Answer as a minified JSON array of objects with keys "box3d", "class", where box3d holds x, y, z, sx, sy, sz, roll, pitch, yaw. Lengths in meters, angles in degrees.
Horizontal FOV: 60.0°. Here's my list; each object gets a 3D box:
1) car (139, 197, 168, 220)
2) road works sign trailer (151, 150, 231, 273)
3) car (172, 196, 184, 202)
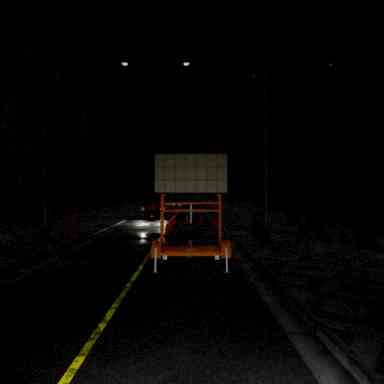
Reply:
[{"box3d":[-3.185,1.367,28.450,2.097,1.767,4.553,0,0,0],"class":"car"},{"box3d":[-0.029,0.467,10.668,2.380,3.560,2.880,0,0,0],"class":"road works sign trailer"},{"box3d":[-3.212,1.647,69.628,2.033,1.411,5.357,0,0,0],"class":"car"}]
